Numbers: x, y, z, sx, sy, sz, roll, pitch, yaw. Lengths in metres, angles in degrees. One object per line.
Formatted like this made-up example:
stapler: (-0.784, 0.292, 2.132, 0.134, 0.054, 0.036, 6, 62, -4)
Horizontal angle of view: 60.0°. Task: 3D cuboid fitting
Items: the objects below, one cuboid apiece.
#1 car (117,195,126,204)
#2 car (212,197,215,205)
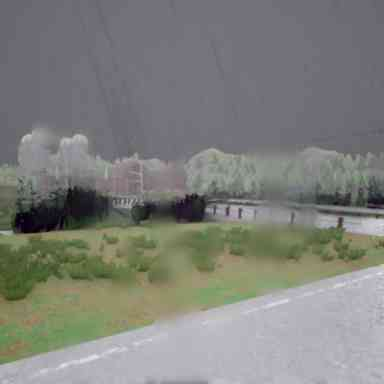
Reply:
car: (-11.778, 1.176, 51.976, 2.033, 1.411, 5.357, 0, -3, -36)
car: (0.401, 0.639, 33.857, 2.097, 1.767, 4.553, 0, 1, -33)
